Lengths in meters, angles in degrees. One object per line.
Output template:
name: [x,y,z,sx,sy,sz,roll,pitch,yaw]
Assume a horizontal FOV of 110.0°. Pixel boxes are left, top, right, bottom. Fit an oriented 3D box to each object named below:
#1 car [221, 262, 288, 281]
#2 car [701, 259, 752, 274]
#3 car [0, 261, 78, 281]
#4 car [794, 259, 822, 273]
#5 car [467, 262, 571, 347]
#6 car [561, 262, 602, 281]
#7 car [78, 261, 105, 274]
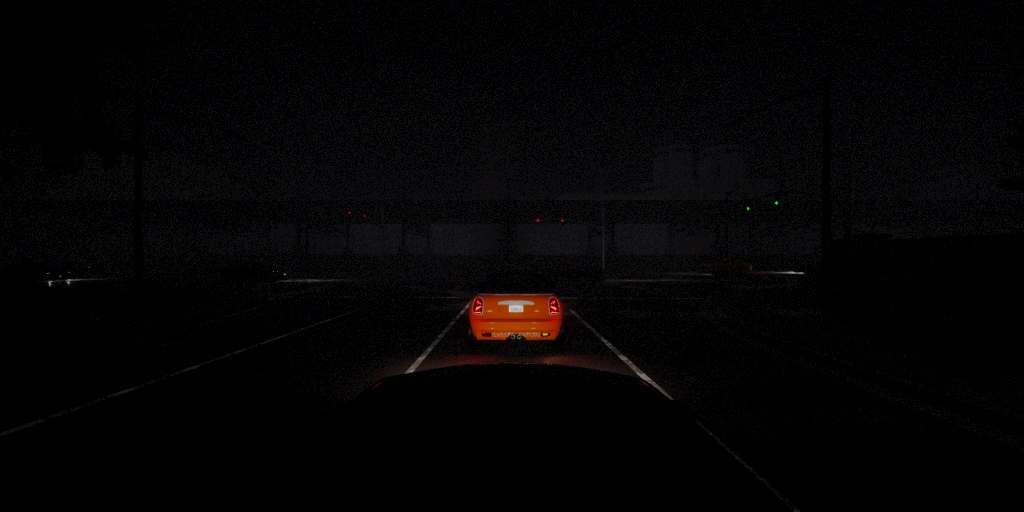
car: [-21.084,1.241,29.441,4.902,1.511,2.128,0,0,1]
car: [23.224,1.098,39.022,5.008,1.535,1.882,-1,0,1]
car: [-40.400,1.299,30.023,5.357,1.411,2.033,0,0,1]
car: [33.134,1.065,38.768,4.181,1.385,1.994,-1,0,1]
car: [0.083,1.103,9.490,2.097,1.767,4.553,0,0,0]
car: [4.735,1.220,28.784,4.902,1.511,2.128,0,0,1]
car: [-49.848,1.297,40.865,5.357,1.411,2.033,0,0,1]
